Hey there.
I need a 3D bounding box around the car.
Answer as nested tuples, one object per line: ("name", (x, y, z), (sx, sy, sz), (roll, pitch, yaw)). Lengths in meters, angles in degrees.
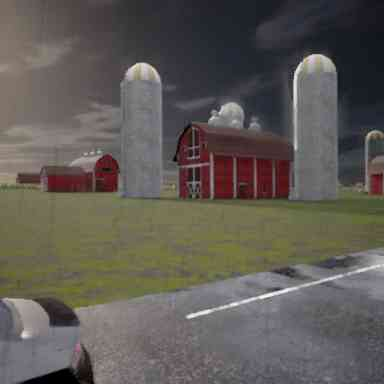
("car", (-3.052, 1.494, 1.816), (4.902, 1.511, 2.128), (0, 0, -35))
